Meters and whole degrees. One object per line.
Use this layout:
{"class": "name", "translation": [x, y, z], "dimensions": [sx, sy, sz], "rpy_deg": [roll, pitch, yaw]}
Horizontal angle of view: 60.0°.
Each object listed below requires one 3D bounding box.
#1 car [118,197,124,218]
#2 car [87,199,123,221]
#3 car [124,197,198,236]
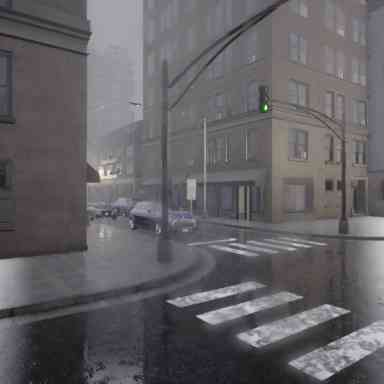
{"class": "car", "translation": [-5.650, 1.212, 28.673], "dimensions": [2.097, 1.767, 4.553], "rpy_deg": [0, 0, -36]}
{"class": "car", "translation": [-7.418, 1.428, 26.084], "dimensions": [1.994, 1.385, 4.181], "rpy_deg": [0, 0, -35]}
{"class": "car", "translation": [-1.624, 1.269, 17.977], "dimensions": [2.097, 1.767, 4.553], "rpy_deg": [0, 0, -36]}
